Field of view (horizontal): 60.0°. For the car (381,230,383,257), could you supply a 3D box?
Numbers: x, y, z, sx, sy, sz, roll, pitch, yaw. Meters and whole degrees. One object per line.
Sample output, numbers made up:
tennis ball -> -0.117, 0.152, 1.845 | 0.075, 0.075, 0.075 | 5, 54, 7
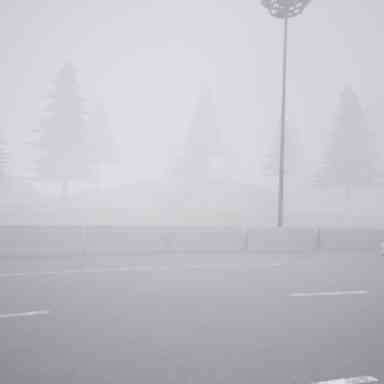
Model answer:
car -> 8.887, 1.566, 10.349 | 5.566, 2.045, 2.150 | 1, -1, -5
